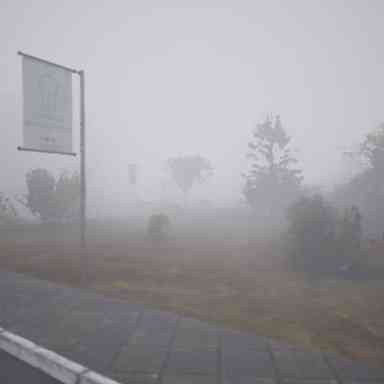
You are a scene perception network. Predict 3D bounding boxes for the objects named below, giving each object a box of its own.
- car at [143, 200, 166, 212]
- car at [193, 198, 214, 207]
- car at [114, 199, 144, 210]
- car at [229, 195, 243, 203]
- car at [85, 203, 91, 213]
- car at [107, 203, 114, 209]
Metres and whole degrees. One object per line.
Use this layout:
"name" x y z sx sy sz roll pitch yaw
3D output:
"car" -3.424 1.788 41.769 1.895 1.301 4.718 -1 0 39
"car" 1.722 1.607 53.914 1.994 1.385 4.181 -1 1 38
"car" -7.950 1.782 47.623 2.033 1.411 5.357 -1 0 39
"car" 8.652 1.327 63.898 1.812 1.442 4.674 -1 1 31
"car" -14.403 1.801 39.596 2.128 1.511 4.902 -1 0 39
"car" -10.620 1.867 49.886 1.895 1.301 4.718 -1 0 39
